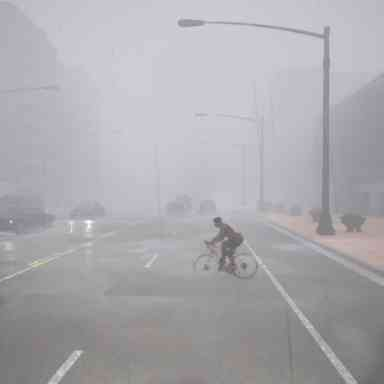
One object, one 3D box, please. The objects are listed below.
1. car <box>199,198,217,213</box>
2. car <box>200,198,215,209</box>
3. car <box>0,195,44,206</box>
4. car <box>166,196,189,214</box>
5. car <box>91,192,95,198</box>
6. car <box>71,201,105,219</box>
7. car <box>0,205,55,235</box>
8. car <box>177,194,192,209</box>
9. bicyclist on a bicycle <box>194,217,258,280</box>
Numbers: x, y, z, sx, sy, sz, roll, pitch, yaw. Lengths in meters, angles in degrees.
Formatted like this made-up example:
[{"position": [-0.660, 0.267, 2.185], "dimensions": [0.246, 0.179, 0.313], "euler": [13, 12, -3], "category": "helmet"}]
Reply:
[{"position": [1.806, 1.600, 37.972], "dimensions": [2.128, 1.511, 4.902], "euler": [0, 0, 3], "category": "car"}, {"position": [2.312, 1.647, 49.120], "dimensions": [2.128, 1.511, 4.902], "euler": [0, 0, 3], "category": "car"}, {"position": [-13.006, 1.249, 24.557], "dimensions": [2.150, 2.045, 5.566], "euler": [0, -1, 3], "category": "car"}, {"position": [-1.722, 1.578, 37.541], "dimensions": [1.882, 1.535, 5.008], "euler": [0, 0, 3], "category": "car"}, {"position": [-25.657, 0.797, 82.982], "dimensions": [1.970, 1.475, 3.806], "euler": [0, 2, 3], "category": "car"}, {"position": [-9.235, 1.579, 29.917], "dimensions": [1.812, 1.442, 4.674], "euler": [0, 0, 3], "category": "car"}, {"position": [-9.742, 1.608, 18.966], "dimensions": [1.895, 1.301, 4.718], "euler": [0, 0, 3], "category": "car"}, {"position": [-1.224, 1.366, 48.548], "dimensions": [2.150, 2.045, 5.566], "euler": [0, 0, 3], "category": "car"}, {"position": [0.839, 1.459, 8.525], "dimensions": [1.656, 1.620, 0.582], "euler": [-2, 0, 3], "category": "bicyclist on a bicycle"}]
